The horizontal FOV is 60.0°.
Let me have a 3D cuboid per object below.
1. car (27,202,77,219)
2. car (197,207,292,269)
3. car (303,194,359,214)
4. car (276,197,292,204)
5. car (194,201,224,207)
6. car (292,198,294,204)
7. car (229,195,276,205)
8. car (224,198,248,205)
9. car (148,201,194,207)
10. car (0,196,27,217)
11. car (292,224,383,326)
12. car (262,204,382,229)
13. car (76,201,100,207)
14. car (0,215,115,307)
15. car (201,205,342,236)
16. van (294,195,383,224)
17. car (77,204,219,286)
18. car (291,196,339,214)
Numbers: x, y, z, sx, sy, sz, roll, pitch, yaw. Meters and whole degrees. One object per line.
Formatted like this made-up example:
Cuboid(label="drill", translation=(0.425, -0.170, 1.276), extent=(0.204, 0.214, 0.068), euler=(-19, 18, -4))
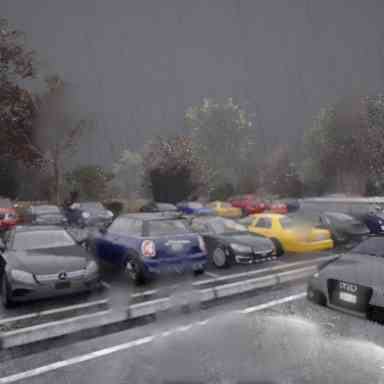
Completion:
Cuboid(label="car", translation=(-9.145, 1.523, 20.670), extent=(2.231, 1.521, 4.892), euler=(0, 0, -35))
Cuboid(label="car", translation=(0.687, 1.524, 11.600), extent=(2.231, 1.521, 4.892), euler=(0, 0, -35))
Cuboid(label="car", translation=(15.868, 1.269, 38.358), extent=(2.435, 2.045, 5.566), euler=(0, 0, -35))
Cuboid(label="car", translation=(6.803, 1.397, 31.883), extent=(2.185, 1.767, 4.553), euler=(0, 0, -35))
Cuboid(label="car", translation=(-0.043, 1.523, 27.095), extent=(2.097, 1.535, 5.008), euler=(0, 0, -35))
Cuboid(label="car", translation=(11.215, 1.396, 35.075), extent=(2.185, 1.767, 4.553), euler=(0, 0, -35))
Cuboid(label="car", translation=(4.391, 1.271, 30.254), extent=(2.435, 2.045, 5.566), euler=(0, 0, -35))
Cuboid(label="car", translation=(2.026, 1.520, 28.776), extent=(1.946, 1.575, 5.366), euler=(0, 0, -35))
Cuboid(label="car", translation=(-2.299, 1.553, 25.459), extent=(2.163, 1.488, 4.792), euler=(0, 0, -35))
Cuboid(label="car", translation=(-11.399, 1.269, 19.036), extent=(2.435, 2.045, 5.566), euler=(0, 0, -35))
Cuboid(label="car", translation=(4.209, 1.566, 6.676), extent=(4.181, 1.385, 1.994), euler=(0, 0, -35))
Cuboid(label="car", translation=(5.241, 1.525, 14.800), extent=(2.231, 1.521, 4.892), euler=(0, 0, -35))
Cuboid(label="car", translation=(-6.883, 1.397, 22.297), extent=(2.185, 1.767, 4.553), euler=(0, 0, -35))
Cuboid(label="car", translation=(-3.859, 1.560, 8.386), extent=(2.002, 1.452, 4.674), euler=(0, 0, -35))
Cuboid(label="car", translation=(2.857, 1.520, 13.351), extent=(1.946, 1.575, 5.366), euler=(0, 0, -35))
Cuboid(label="van", translation=(7.579, 1.298, 16.315), extent=(1.878, 1.987, 4.442), euler=(0, 0, -35))
Cuboid(label="car", translation=(-1.566, 1.397, 9.963), extent=(2.185, 1.767, 4.553), euler=(0, 0, -35))
Cuboid(label="car", translation=(13.490, 1.395, 36.681), extent=(2.185, 1.767, 4.553), euler=(0, 0, -35))
